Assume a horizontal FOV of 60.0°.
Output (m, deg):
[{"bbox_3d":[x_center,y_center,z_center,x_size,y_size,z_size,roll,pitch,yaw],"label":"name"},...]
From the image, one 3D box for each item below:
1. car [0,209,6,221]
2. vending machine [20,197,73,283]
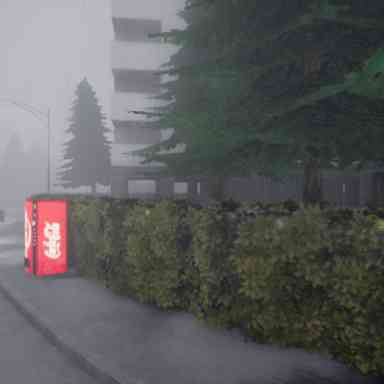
[{"bbox_3d":[-14.689,1.518,23.435,1.994,1.385,4.181,0,0,-14],"label":"car"},{"bbox_3d":[-3.880,1.181,8.872,1.100,2.100,0.880,0,0,-38],"label":"vending machine"}]
